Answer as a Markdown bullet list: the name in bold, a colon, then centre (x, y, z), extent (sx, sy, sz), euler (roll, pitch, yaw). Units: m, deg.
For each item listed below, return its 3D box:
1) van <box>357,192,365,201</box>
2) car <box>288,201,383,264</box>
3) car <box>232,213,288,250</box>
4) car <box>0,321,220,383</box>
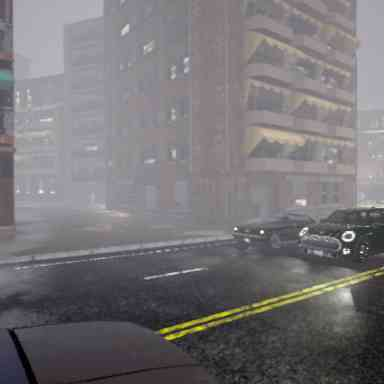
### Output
- **van**: centre (30.671, 0.960, 62.961), extent (3.998, 1.788, 1.690), euler (1, 0, 21)
- **car**: centre (5.863, 1.365, 12.002), extent (4.553, 1.767, 2.097), euler (0, 0, -36)
- **car**: centre (3.989, 1.619, 14.632), extent (4.718, 1.301, 1.895), euler (0, 0, -36)
- **car**: centre (-2.276, 1.552, 1.825), extent (5.357, 1.411, 2.033), euler (0, 0, -35)
